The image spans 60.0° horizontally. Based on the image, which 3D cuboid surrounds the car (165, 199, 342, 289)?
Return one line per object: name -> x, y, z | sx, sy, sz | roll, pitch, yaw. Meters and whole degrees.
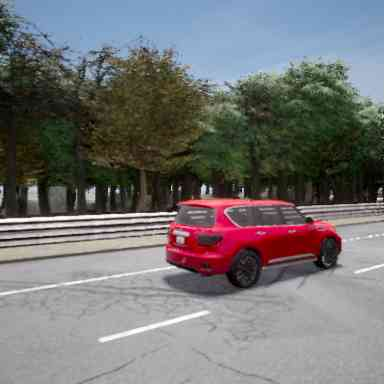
car -> 1.907, 1.221, 9.406 | 5.566, 2.045, 2.150 | 0, 0, -36
